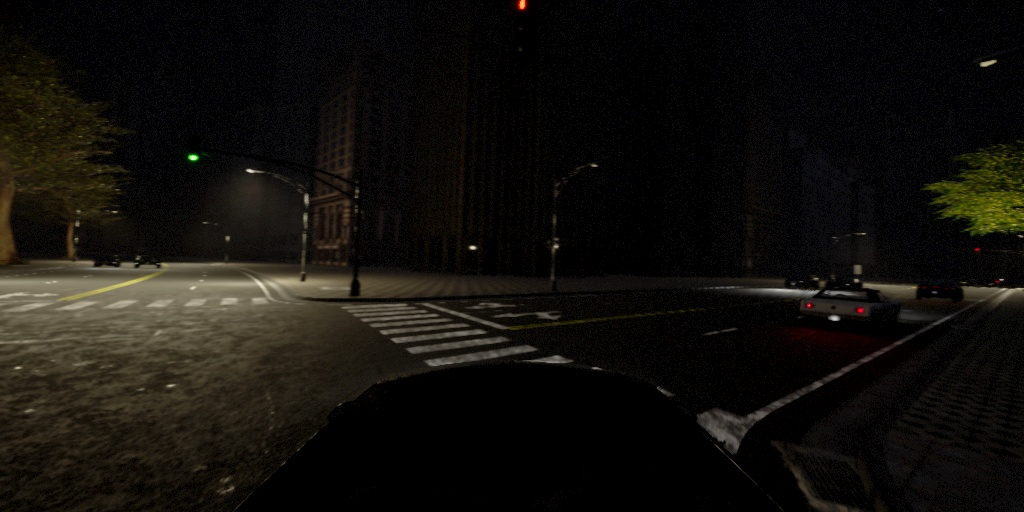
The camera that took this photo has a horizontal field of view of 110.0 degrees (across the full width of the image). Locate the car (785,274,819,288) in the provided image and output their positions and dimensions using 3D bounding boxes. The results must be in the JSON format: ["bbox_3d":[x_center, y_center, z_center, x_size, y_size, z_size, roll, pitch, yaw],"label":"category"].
[{"bbox_3d":[30.172,2.621,37.250,4.902,1.511,2.128,2,-1,-35],"label":"car"}]

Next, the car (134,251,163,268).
[{"bbox_3d":[-43.909,0.418,43.374,2.150,2.045,5.566,3,-2,-43],"label":"car"}]

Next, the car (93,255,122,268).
[{"bbox_3d":[-46.310,0.609,41.168,2.033,1.411,5.357,3,-2,-43],"label":"car"}]

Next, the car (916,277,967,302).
[{"bbox_3d":[30.963,2.431,25.931,5.008,1.535,1.882,2,-1,-35],"label":"car"}]

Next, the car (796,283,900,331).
[{"bbox_3d":[12.488,1.830,13.114,4.718,1.301,1.895,2,-1,-35],"label":"car"}]

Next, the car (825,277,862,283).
[{"bbox_3d":[31.997,2.734,34.560,4.718,1.301,1.895,2,-1,-35],"label":"car"}]
